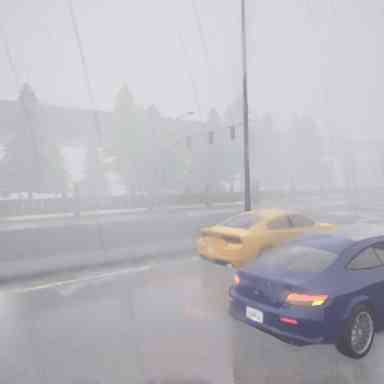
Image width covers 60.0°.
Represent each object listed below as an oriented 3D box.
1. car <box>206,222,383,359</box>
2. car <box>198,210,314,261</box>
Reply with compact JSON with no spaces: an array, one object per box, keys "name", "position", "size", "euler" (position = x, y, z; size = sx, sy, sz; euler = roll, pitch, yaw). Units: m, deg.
[{"name":"car","position":[2.702,1.380,5.716],"size":[4.674,1.442,1.812],"euler":[-2,1,-35]},{"name":"car","position":[2.509,1.262,9.864],"size":[5.008,1.535,1.882],"euler":[-2,1,-35]}]
